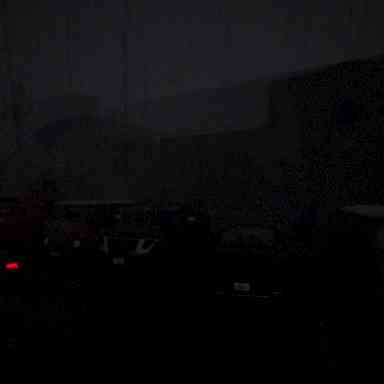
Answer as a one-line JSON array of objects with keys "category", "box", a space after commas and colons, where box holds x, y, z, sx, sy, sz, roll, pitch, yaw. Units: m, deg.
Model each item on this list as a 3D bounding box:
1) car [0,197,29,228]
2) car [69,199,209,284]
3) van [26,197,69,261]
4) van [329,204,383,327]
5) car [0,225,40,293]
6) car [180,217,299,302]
[{"category": "car", "box": [-5.729, 1.235, 13.611, 2.435, 2.045, 5.566, 0, -1, 16]}, {"category": "car", "box": [-0.878, 1.237, 10.085, 2.435, 2.045, 5.566, 1, -1, 16]}, {"category": "van", "box": [-3.330, 1.261, 11.733, 1.878, 1.987, 4.442, 1, -1, 16]}, {"category": "van", "box": [4.008, 1.265, 6.761, 1.878, 1.987, 4.442, 0, -1, 15]}, {"category": "car", "box": [-5.983, 1.546, 7.649, 5.357, 1.411, 2.033, 0, 0, 36]}, {"category": "car", "box": [1.547, 1.490, 8.374, 2.231, 1.521, 4.892, 0, -1, 15]}]
